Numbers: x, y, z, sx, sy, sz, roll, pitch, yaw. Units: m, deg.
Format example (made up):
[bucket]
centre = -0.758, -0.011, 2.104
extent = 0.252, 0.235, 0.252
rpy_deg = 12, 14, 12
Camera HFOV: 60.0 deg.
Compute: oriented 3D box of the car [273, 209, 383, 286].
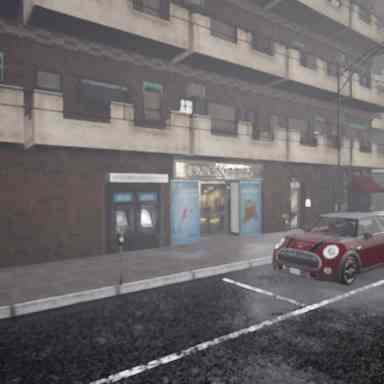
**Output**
[car]
centre = 4.046, 1.309, 8.975
extent = 4.097, 1.590, 1.967
rpy_deg = -1, 1, -35
